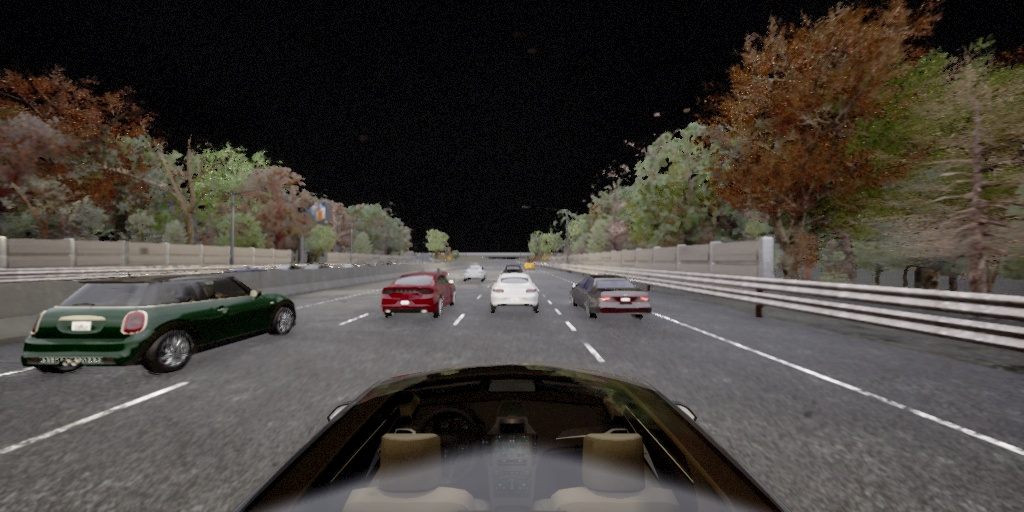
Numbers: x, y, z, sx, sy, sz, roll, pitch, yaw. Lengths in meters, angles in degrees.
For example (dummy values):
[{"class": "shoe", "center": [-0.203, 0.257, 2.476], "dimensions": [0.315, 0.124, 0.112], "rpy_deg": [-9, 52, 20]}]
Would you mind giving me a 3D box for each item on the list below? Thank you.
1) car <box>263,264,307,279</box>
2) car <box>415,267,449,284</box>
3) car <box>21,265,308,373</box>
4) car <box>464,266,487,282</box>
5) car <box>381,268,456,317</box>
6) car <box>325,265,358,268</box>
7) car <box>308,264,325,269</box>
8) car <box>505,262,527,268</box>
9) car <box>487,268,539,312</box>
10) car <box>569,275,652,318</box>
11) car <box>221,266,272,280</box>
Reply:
[{"class": "car", "center": [-24.594, 1.670, 39.076], "dimensions": [1.812, 1.442, 4.674], "rpy_deg": [0, -1, 0]}, {"class": "car", "center": [-6.901, 1.663, 31.360], "dimensions": [1.895, 1.301, 4.718], "rpy_deg": [0, -1, 0]}, {"class": "car", "center": [-6.903, 1.165, 7.872], "dimensions": [2.097, 1.767, 4.553], "rpy_deg": [0, -1, 0]}, {"class": "car", "center": [-3.418, 1.615, 33.883], "dimensions": [1.812, 1.442, 4.674], "rpy_deg": [0, -1, 0]}, {"class": "car", "center": [-3.401, 1.354, 13.860], "dimensions": [1.882, 1.535, 5.008], "rpy_deg": [0, -1, 0]}, {"class": "car", "center": [-17.597, 1.662, 38.309], "dimensions": [1.812, 1.442, 4.674], "rpy_deg": [0, -1, 0]}, {"class": "car", "center": [-21.097, 1.613, 38.297], "dimensions": [1.882, 1.535, 5.008], "rpy_deg": [0, -1, 0]}, {"class": "car", "center": [0.097, 1.583, 32.764], "dimensions": [1.837, 1.490, 4.892], "rpy_deg": [0, -1, 0]}, {"class": "car", "center": [0.098, 1.414, 14.973], "dimensions": [1.812, 1.442, 4.674], "rpy_deg": [0, -1, 0]}, {"class": "car", "center": [3.458, 1.412, 13.483], "dimensions": [2.033, 1.411, 5.357], "rpy_deg": [0, -1, 0]}, {"class": "car", "center": [-28.096, 1.735, 38.147], "dimensions": [1.895, 1.301, 4.718], "rpy_deg": [0, -1, 0]}]
